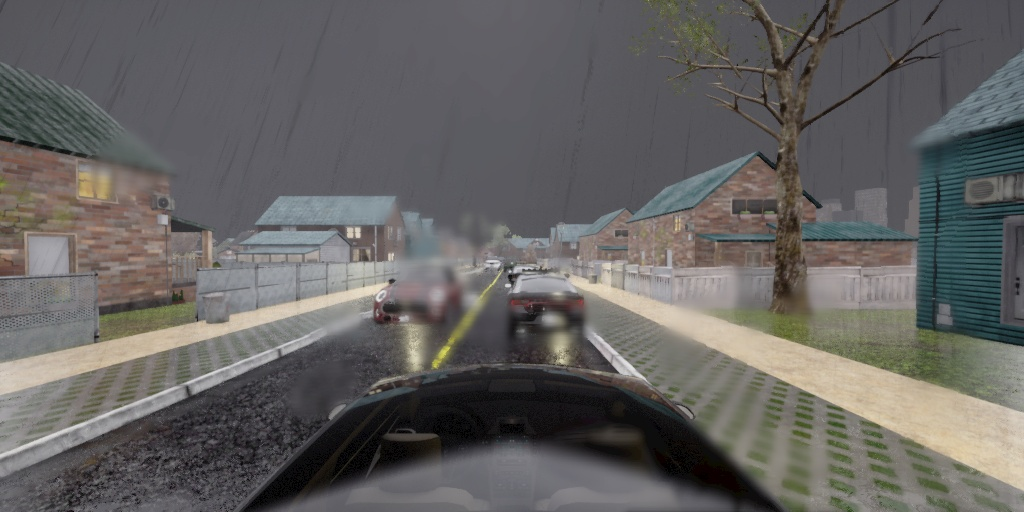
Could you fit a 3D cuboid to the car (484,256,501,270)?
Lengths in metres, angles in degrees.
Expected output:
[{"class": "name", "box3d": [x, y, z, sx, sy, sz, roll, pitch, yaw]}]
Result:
[{"class": "car", "box3d": [-2.836, 1.045, 53.235, 2.150, 2.045, 5.566, 0, 0, 0]}]

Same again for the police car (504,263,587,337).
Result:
[{"class": "police car", "box3d": [0.827, 1.174, 10.368, 1.930, 1.638, 5.238, 0, 0, 0]}]

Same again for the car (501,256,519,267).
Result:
[{"class": "car", "box3d": [0.029, 1.026, 47.016, 2.150, 2.045, 5.566, 0, 0, 0]}]

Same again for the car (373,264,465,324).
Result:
[{"class": "car", "box3d": [-2.848, 1.101, 11.859, 2.097, 1.767, 4.553, 0, 0, 0]}]

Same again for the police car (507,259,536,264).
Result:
[{"class": "police car", "box3d": [0.828, 1.182, 20.370, 1.930, 1.638, 5.238, 0, 0, 0]}]
